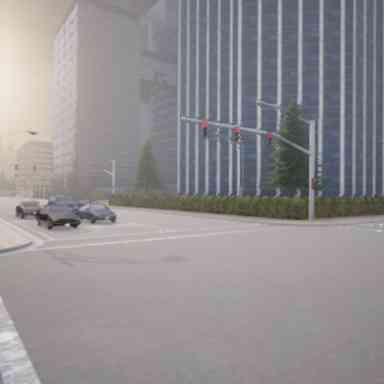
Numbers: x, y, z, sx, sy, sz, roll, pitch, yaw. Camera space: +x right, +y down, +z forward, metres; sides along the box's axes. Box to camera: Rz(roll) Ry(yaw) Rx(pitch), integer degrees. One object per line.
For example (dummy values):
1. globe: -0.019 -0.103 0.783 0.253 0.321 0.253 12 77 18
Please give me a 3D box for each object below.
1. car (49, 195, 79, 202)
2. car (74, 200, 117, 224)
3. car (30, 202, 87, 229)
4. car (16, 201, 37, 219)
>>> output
1. car: -13.199 1.328 34.166 2.150 2.045 5.566 1 0 -36
2. car: -7.548 1.635 26.285 1.812 1.442 4.674 1 0 -36
3. car: -9.148 1.631 22.474 2.033 1.411 5.357 1 0 -36
4. car: -14.807 1.586 30.391 1.837 1.490 4.892 1 0 -36
